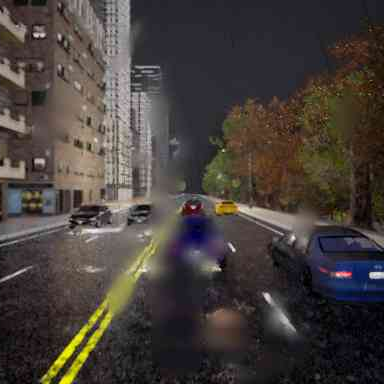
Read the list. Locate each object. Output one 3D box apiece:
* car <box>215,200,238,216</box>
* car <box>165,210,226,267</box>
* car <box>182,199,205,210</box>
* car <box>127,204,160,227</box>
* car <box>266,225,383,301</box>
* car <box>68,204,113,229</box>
[{"bbox_3d":[3.370,1.554,33.010,1.882,1.535,5.008,0,0,0],"label":"car"},{"bbox_3d":[0.107,1.551,11.390,1.812,1.442,4.674,0,0,0],"label":"car"},{"bbox_3d":[0.119,1.424,31.163,2.097,1.767,4.553,0,0,0],"label":"car"},{"bbox_3d":[-3.326,1.579,23.453,1.812,1.442,4.674,0,0,0],"label":"car"},{"bbox_3d":[3.356,1.566,8.542,2.033,1.411,5.357,0,0,0],"label":"car"},{"bbox_3d":[-6.580,1.555,22.021,1.837,1.490,4.892,0,0,0],"label":"car"}]
